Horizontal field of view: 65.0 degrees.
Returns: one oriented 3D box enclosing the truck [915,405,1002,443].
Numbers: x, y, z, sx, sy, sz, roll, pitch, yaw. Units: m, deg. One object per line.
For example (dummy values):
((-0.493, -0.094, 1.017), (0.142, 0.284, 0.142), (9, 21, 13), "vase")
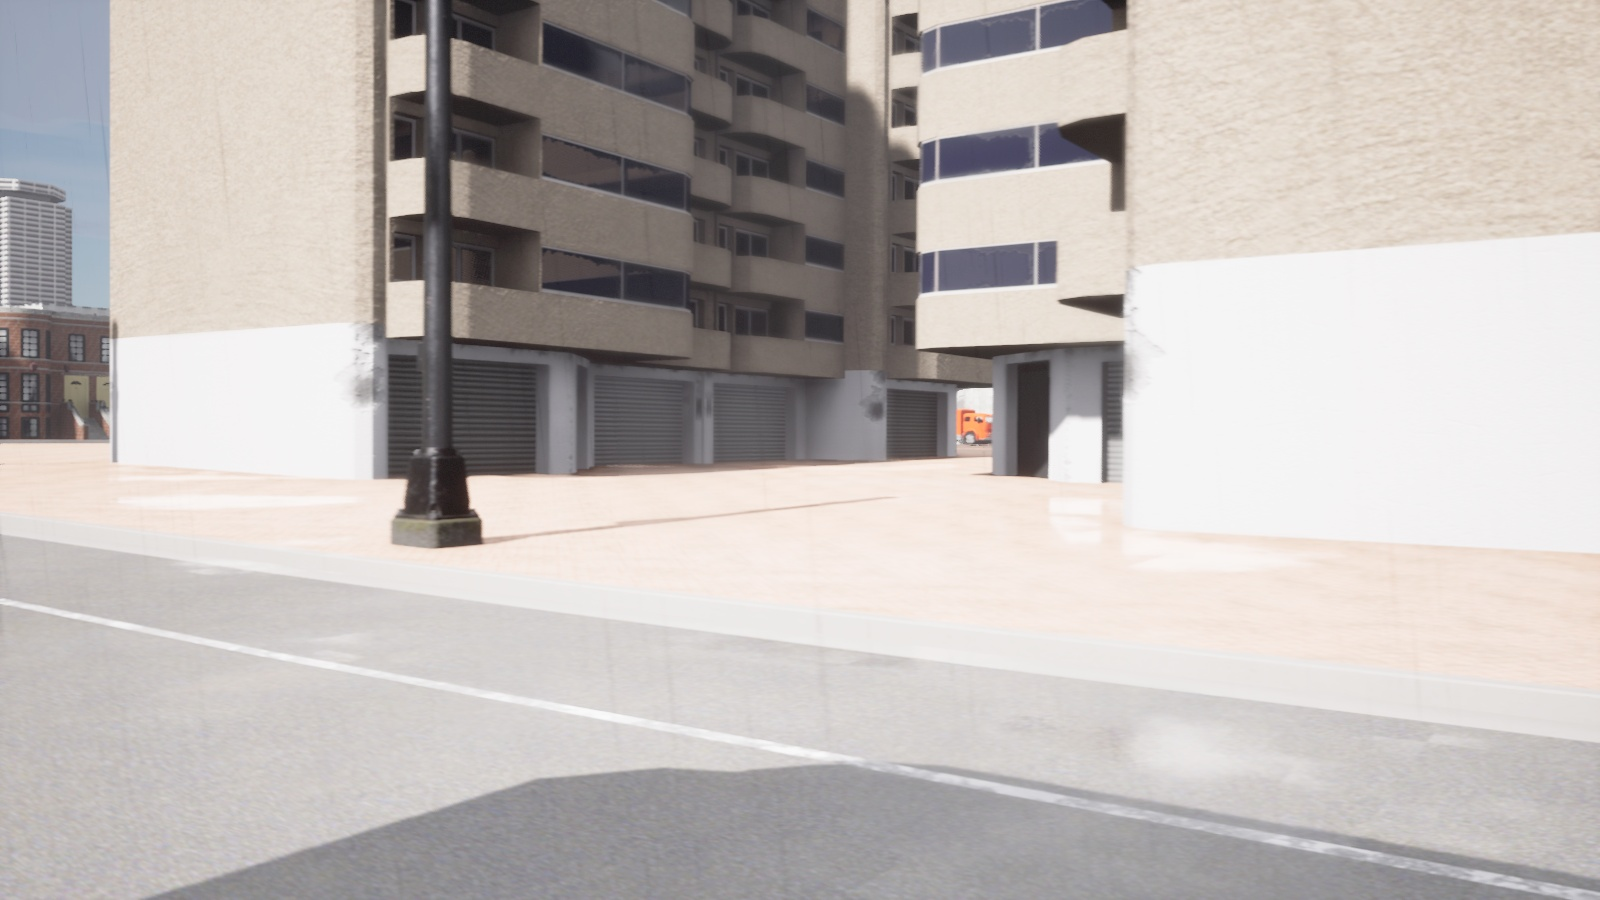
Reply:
((10.708, -1.715, 84.841), (5.204, 2.467, 2.627), (0, 1, 35), "truck")
